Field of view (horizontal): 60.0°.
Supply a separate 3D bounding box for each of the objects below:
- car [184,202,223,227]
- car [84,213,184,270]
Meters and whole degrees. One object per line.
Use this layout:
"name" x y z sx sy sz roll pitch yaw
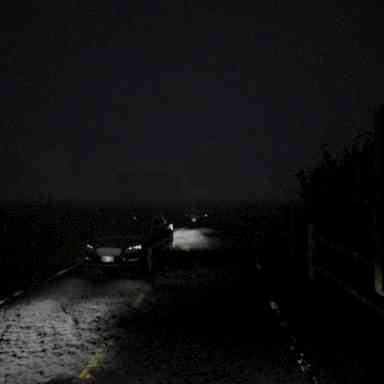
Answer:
"car" 0.854 1.489 23.177 2.128 1.511 4.902 0 0 18
"car" -1.854 1.483 11.134 2.128 1.511 4.902 0 0 8
